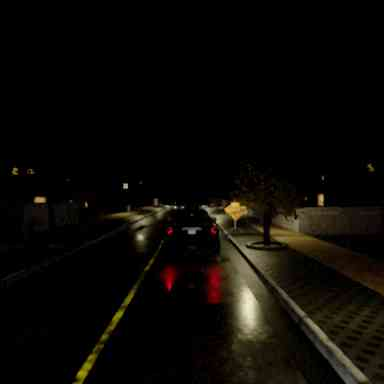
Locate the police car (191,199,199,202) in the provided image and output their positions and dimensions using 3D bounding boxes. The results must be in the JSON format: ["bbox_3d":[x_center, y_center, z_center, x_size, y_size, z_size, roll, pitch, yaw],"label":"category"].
[{"bbox_3d":[0.812,2.594,89.481,1.930,1.638,5.238,0,-1,0],"label":"police car"}]

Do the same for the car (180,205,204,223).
[{"bbox_3d":[0.001,1.874,29.324,1.994,1.385,4.181,0,-1,0],"label":"car"}]

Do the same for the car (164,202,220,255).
[{"bbox_3d":[0.000,1.491,14.068,2.097,1.767,4.553,0,-1,0],"label":"car"}]

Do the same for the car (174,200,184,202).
[{"bbox_3d":[-2.760,2.346,70.965,1.882,1.535,5.008,0,-1,0],"label":"car"}]

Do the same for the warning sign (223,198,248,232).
[{"bbox_3d":[2.527,1.312,19.354,1.300,1.860,1.060,1,0,0],"label":"warning sign"}]
